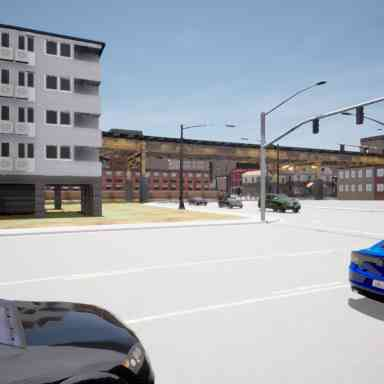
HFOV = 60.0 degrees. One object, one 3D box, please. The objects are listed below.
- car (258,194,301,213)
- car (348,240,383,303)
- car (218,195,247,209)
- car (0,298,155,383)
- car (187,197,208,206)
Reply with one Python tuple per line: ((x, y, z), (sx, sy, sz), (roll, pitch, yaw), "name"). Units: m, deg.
((9.641, 1.222, 37.280), (2.150, 2.045, 5.566), (0, 0, -26), "car")
((5.554, 1.478, 6.907), (5.008, 1.535, 1.882), (0, 0, -25), "car")
((5.267, 1.526, 46.433), (1.812, 1.442, 4.674), (0, 0, -25), "car")
((-2.423, 1.564, 2.754), (4.181, 1.385, 1.994), (0, 0, -32), "car")
((0.846, 1.547, 55.884), (2.033, 1.411, 5.357), (0, 0, -20), "car")
